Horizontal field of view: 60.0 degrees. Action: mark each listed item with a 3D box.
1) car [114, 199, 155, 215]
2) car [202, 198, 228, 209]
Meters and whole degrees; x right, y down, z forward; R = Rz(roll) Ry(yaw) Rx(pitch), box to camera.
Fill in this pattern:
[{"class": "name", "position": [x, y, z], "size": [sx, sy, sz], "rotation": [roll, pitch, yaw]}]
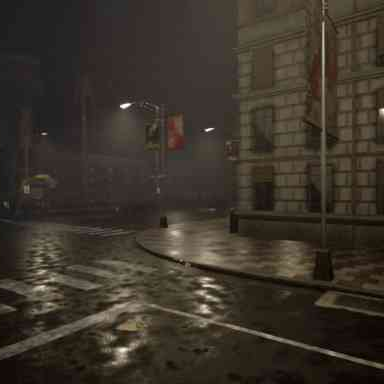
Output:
[{"class": "car", "position": [-5.916, 1.491, 34.518], "size": [2.128, 1.511, 4.902], "rotation": [0, 0, 36]}, {"class": "car", "position": [3.355, 1.525, 46.749], "size": [1.812, 1.442, 4.674], "rotation": [0, 0, 40]}]
